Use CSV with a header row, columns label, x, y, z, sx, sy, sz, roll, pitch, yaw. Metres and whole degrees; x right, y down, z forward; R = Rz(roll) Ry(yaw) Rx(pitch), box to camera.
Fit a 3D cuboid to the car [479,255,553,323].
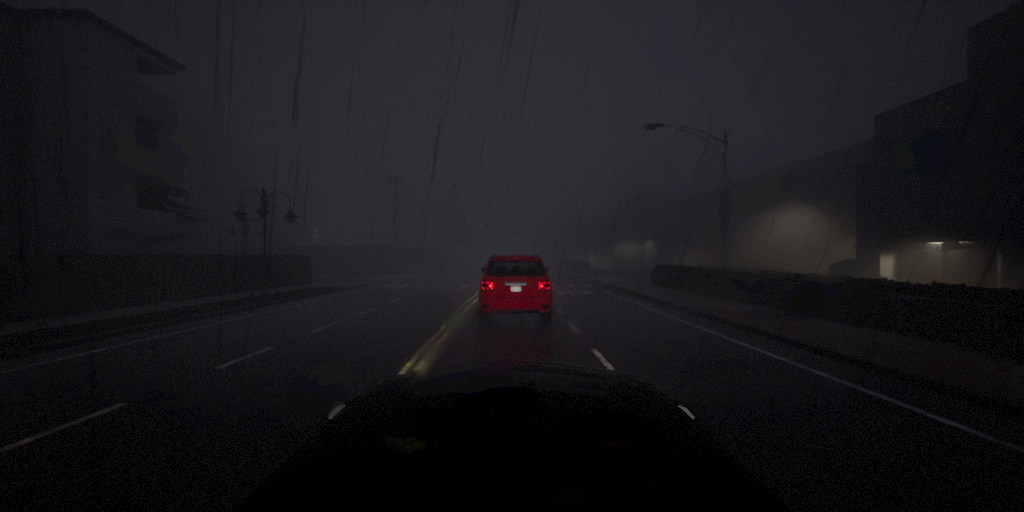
label,x,y,z,sx,sy,sz,roll,pitch,yaw
car,0.106,0.978,12.336,2.150,2.045,5.566,0,0,0
